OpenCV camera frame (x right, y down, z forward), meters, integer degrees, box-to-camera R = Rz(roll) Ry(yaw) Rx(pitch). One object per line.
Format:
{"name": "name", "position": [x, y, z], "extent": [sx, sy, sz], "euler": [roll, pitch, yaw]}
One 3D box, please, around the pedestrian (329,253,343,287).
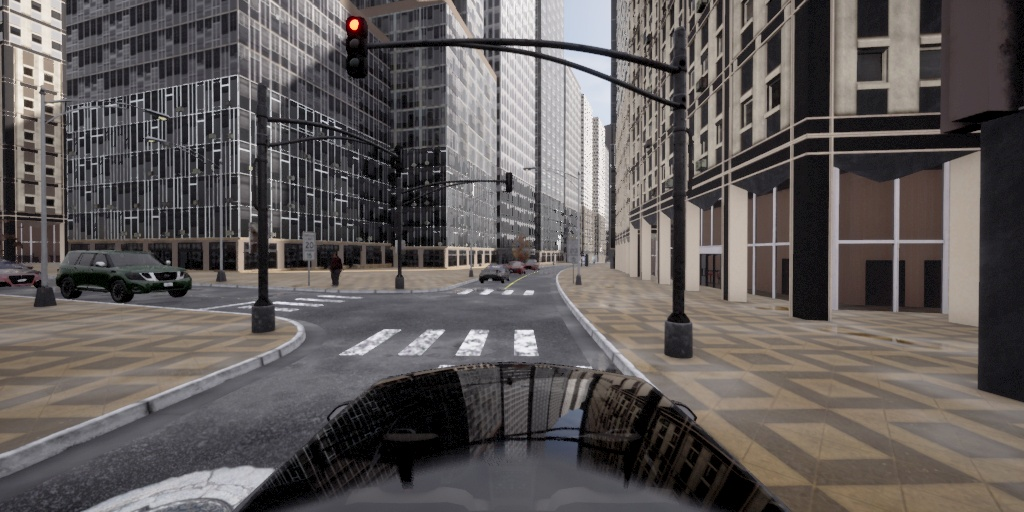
{"name": "pedestrian", "position": [-9.580, 0.715, 19.426], "extent": [0.375, 1.860, 0.375], "euler": [0, 0, 16]}

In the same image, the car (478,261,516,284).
{"name": "car", "position": [-1.224, 1.330, 28.096], "extent": [2.033, 1.411, 5.357], "euler": [0, 0, 7]}

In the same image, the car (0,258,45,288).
{"name": "car", "position": [-25.803, 0.980, 18.019], "extent": [4.181, 1.385, 1.994], "euler": [1, 1, 16]}

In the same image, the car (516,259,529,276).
{"name": "car", "position": [0.357, 1.302, 39.278], "extent": [1.882, 1.535, 5.008], "euler": [0, 0, 10]}

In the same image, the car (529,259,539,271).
{"name": "car", "position": [2.528, 1.236, 50.686], "extent": [2.097, 1.767, 4.553], "euler": [0, 0, 12]}

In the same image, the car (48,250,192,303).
{"name": "car", "position": [-16.617, 0.769, 15.363], "extent": [5.566, 2.045, 2.150], "euler": [1, 1, 17]}
